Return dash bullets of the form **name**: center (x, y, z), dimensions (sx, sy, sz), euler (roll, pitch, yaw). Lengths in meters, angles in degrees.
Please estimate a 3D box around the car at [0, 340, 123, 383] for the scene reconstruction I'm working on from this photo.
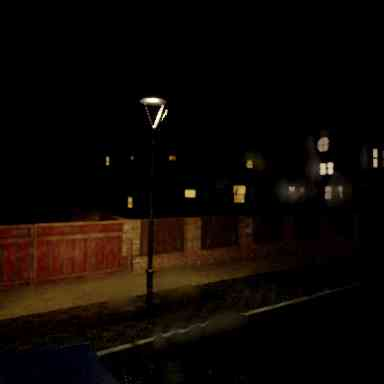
- **car**: center (-2.427, 1.600, 1.219), dimensions (4.718, 1.301, 1.895), euler (1, -1, -34)
